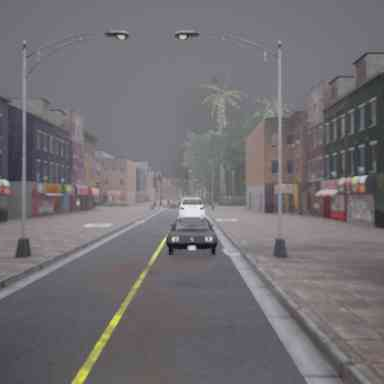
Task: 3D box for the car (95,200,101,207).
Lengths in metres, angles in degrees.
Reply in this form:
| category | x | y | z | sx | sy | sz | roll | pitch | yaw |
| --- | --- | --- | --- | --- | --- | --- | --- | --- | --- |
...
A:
| category | x | y | z | sx | sy | sz | roll | pitch | yaw |
| --- | --- | --- | --- | --- | --- | --- | --- | --- | --- |
| car | -20.042 | 1.998 | 64.335 | 5.009 | 1.841 | 2.192 | 0 | -1 | 0 |

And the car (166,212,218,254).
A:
| category | x | y | z | sx | sy | sz | roll | pitch | yaw |
| --- | --- | --- | --- | --- | --- | --- | --- | --- | --- |
| car | 0.005 | 1.735 | 14.109 | 1.895 | 1.301 | 4.718 | 0 | -1 | 0 |

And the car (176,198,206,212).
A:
| category | x | y | z | sx | sy | sz | roll | pitch | yaw |
| --- | --- | --- | --- | --- | --- | --- | --- | --- | --- |
| car | 0.010 | 1.494 | 29.019 | 2.150 | 2.045 | 5.566 | 0 | 0 | 0 |

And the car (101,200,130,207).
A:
| category | x | y | z | sx | sy | sz | roll | pitch | yaw |
| --- | --- | --- | --- | --- | --- | --- | --- | --- | --- |
| car | -14.420 | 2.194 | 64.338 | 4.829 | 1.417 | 1.752 | 0 | -1 | 0 |

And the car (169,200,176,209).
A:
| category | x | y | z | sx | sy | sz | roll | pitch | yaw |
| --- | --- | --- | --- | --- | --- | --- | --- | --- | --- |
| car | -2.736 | 2.069 | 56.428 | 1.837 | 1.490 | 4.892 | 0 | -1 | 0 |

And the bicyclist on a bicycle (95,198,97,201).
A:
| category | x | y | z | sx | sy | sz | roll | pitch | yaw |
| --- | --- | --- | --- | --- | --- | --- | --- | --- | --- |
| bicyclist on a bicycle | -20.121 | 2.049 | 69.982 | 0.582 | 1.620 | 1.656 | 0 | 0 | 0 |
